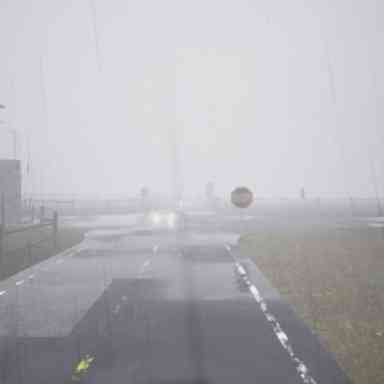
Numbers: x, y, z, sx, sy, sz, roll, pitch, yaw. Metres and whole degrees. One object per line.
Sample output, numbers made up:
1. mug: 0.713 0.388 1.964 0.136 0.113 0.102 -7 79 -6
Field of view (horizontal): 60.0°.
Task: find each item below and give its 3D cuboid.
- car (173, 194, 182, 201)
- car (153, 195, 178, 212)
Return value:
1. car: -2.750 0.992 61.176 1.895 1.301 4.718 0 1 0
2. car: -2.768 1.300 34.072 1.895 1.301 4.718 0 1 1
